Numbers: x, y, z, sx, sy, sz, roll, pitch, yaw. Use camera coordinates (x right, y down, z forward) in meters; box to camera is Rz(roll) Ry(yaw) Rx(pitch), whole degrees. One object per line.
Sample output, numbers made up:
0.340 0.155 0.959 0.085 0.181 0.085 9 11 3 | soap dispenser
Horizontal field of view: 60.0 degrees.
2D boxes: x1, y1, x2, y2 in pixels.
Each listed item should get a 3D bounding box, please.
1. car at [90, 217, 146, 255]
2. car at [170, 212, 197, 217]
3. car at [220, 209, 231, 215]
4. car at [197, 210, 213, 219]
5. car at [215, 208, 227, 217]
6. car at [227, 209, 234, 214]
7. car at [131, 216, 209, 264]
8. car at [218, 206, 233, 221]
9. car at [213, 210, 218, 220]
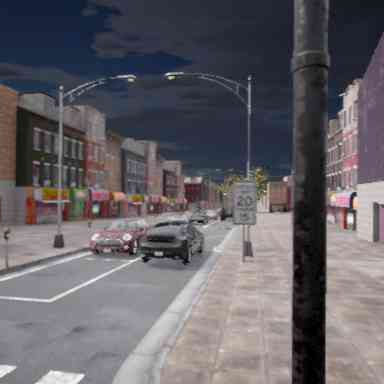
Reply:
-3.109 1.951 15.575 1.967 1.590 4.097 -1 -2 10 | car
-1.165 2.451 26.283 2.008 1.369 4.403 -1 -2 10 | car
7.577 4.426 74.484 2.008 1.369 4.403 -1 -3 10 | car
0.779 2.872 36.997 1.947 1.339 4.313 -1 -2 10 | car
5.633 3.845 63.780 1.967 1.590 4.097 -1 -3 10 | car
10.491 5.181 90.548 1.802 1.307 4.206 -1 -3 10 | car
-0.687 2.003 14.024 1.837 1.490 4.892 0 -2 11 | car
5.264 2.942 46.257 2.150 2.045 5.566 1 -2 10 | car
2.691 3.250 47.543 1.752 1.417 4.829 -1 -2 10 | car
